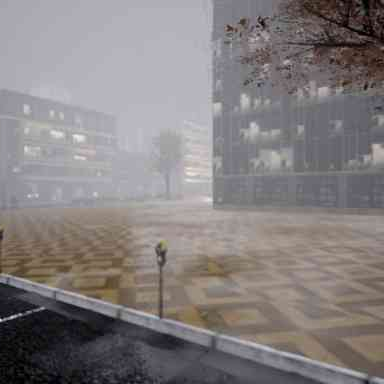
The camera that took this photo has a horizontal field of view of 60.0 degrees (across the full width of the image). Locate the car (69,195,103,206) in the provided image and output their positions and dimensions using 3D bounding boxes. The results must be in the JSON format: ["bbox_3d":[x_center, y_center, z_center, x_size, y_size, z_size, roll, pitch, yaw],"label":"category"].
[{"bbox_3d":[-16.532,1.362,51.206,2.008,1.369,4.403,1,2,35],"label":"car"}]

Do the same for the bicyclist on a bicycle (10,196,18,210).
[{"bbox_3d":[-21.089,1.306,39.446,1.656,1.620,0.582,0,1,35],"label":"bicyclist on a bicycle"}]

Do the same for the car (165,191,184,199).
[{"bbox_3d":[-4.427,0.604,83.455,2.192,1.841,5.009,1,2,35],"label":"car"}]

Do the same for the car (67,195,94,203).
[{"bbox_3d":[-20.259,1.284,60.553,1.947,1.339,4.313,1,2,35],"label":"car"}]

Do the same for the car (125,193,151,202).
[{"bbox_3d":[-10.200,1.189,60.369,2.008,1.369,4.403,1,2,35],"label":"car"}]

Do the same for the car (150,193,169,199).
[{"bbox_3d":[-7.691,0.902,78.738,1.752,1.417,4.829,1,2,35],"label":"car"}]

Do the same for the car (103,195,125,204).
[{"bbox_3d":[-14.812,1.180,58.446,1.882,1.535,5.008,0,1,35],"label":"car"}]

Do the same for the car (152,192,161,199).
[{"bbox_3d":[-5.811,0.789,71.470,1.837,1.490,4.892,0,1,35],"label":"car"}]

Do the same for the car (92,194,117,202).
[{"bbox_3d":[-17.093,1.183,65.134,2.008,1.369,4.403,1,2,35],"label":"car"}]

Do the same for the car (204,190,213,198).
[{"bbox_3d":[5.632,0.760,83.276,2.008,1.369,4.403,1,1,35],"label":"car"}]

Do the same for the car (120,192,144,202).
[{"bbox_3d":[-12.136,0.968,67.590,2.097,1.767,4.553,0,1,35],"label":"car"}]

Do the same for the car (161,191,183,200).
[{"bbox_3d":[-3.770,0.989,69.672,1.752,1.417,4.829,1,2,35],"label":"car"}]
